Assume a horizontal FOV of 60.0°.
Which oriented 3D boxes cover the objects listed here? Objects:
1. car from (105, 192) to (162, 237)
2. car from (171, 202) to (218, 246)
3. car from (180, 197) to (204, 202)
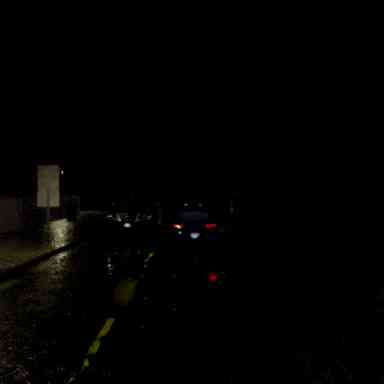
[{"bbox_3d":[-2.752,1.029,16.919,2.150,2.045,5.566,0,1,0],"label":"car"},{"bbox_3d":[0.085,1.365,14.308,1.812,1.442,4.674,0,1,0],"label":"car"},{"bbox_3d":[0.018,1.180,28.066,2.128,1.511,4.902,0,1,-2],"label":"car"}]
